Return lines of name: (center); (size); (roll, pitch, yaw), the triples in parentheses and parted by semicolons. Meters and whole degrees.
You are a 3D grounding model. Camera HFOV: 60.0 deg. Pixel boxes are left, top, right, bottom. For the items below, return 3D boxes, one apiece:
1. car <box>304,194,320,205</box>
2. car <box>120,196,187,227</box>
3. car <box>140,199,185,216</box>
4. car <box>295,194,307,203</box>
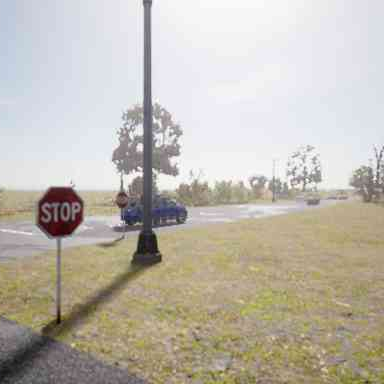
car: (23.724, 1.689, 64.557); (2.128, 1.511, 4.902); (0, 0, 27)
car: (-2.573, 1.291, 23.601); (2.150, 2.045, 5.566); (0, 0, 34)
car: (-3.084, 1.582, 35.396); (2.128, 1.511, 4.902); (0, 0, 34)
car: (26.107, 1.428, 78.765); (2.150, 2.045, 5.566); (0, 0, 34)
